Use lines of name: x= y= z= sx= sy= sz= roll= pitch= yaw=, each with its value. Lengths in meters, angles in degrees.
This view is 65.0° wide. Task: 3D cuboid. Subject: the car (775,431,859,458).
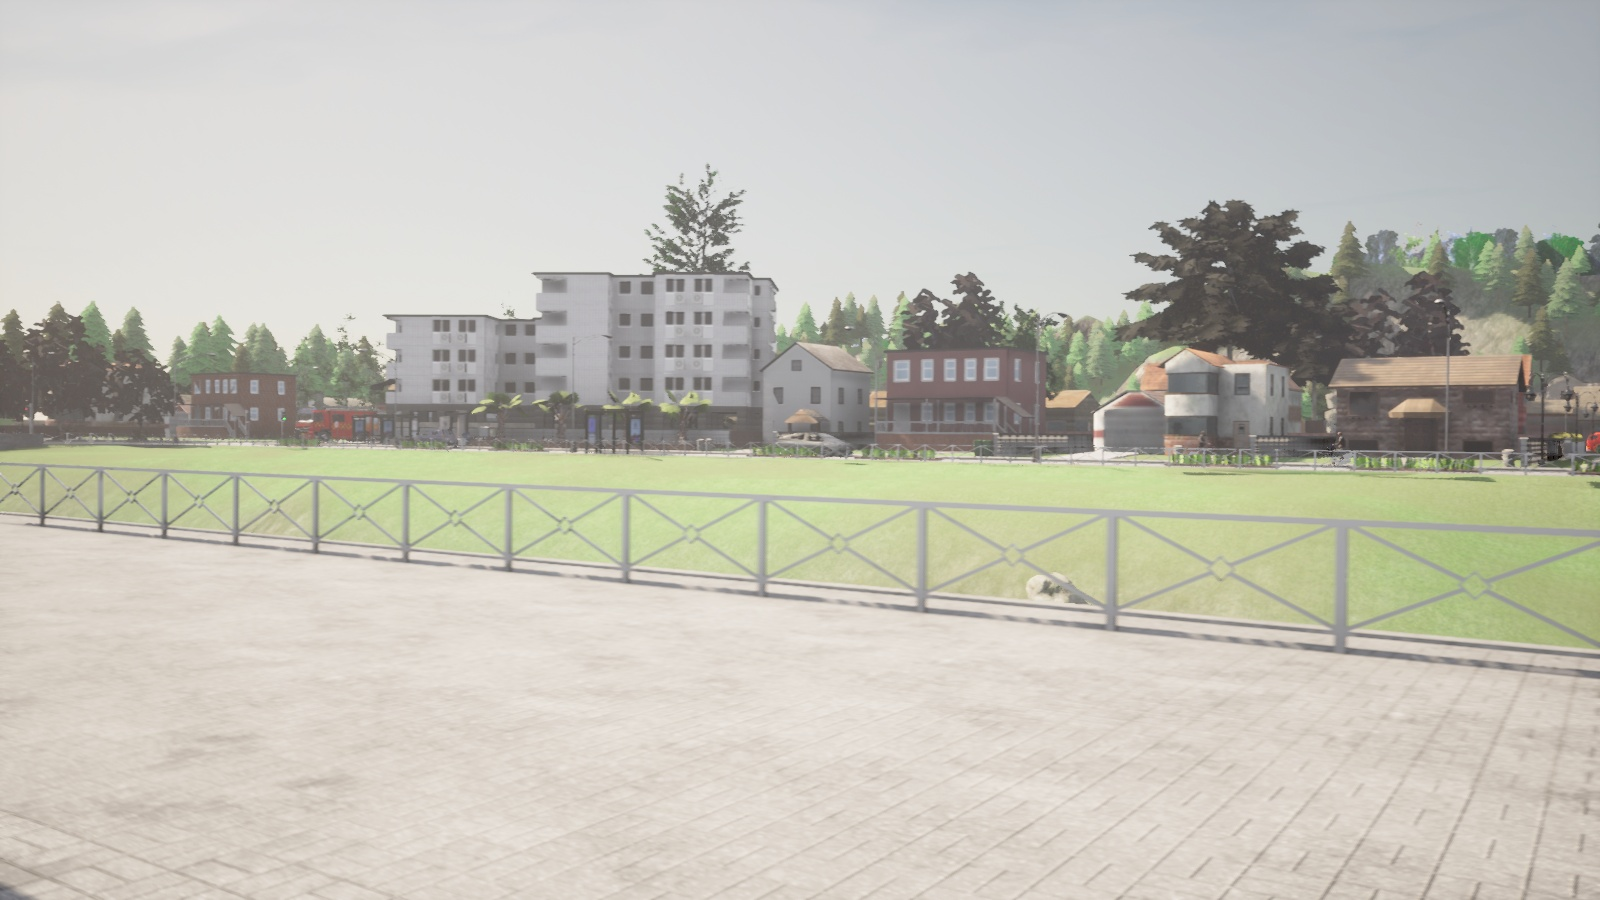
car: x=0.988 y=-0.325 z=72.827 sx=4.514 sy=1.525 sz=2.007 roll=0 pitch=1 yaw=34

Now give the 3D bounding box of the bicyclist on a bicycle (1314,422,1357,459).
bicyclist on a bicycle: x=26.015 y=-0.466 z=60.994 sx=1.843 sy=1.776 sz=0.659 roll=0 pitch=1 yaw=34
